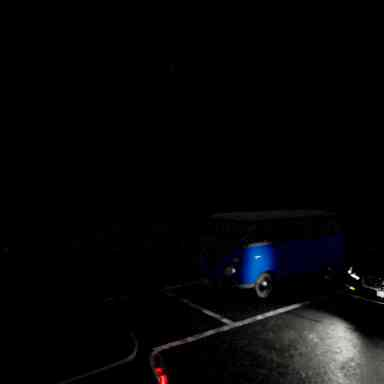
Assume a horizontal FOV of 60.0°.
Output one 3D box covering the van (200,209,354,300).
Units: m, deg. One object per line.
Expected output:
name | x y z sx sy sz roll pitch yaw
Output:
van | 2.000 1.338 8.097 3.998 1.788 1.690 0 0 -36

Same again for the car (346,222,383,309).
car | 5.238 1.501 7.115 4.892 1.490 1.837 0 0 -36

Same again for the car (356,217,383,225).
car | 6.499 1.539 11.304 4.507 1.381 1.887 0 0 -36

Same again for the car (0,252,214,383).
car | -2.352 1.352 1.800 4.553 1.767 2.097 0 0 -33
